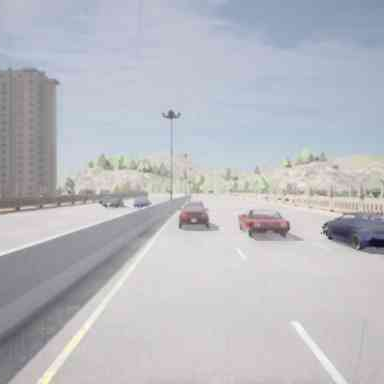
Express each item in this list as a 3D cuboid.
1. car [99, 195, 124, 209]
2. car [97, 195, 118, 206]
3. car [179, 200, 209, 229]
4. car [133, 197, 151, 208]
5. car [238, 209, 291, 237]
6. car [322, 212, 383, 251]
[{"bbox_3d":[-10.105,1.345,43.156,2.128,1.511,4.902,0,0,2],"label":"car"},{"bbox_3d":[-13.307,1.325,52.683,1.837,1.490,4.892,0,0,2],"label":"car"},{"bbox_3d":[0.134,1.453,21.173,1.812,1.442,4.674,0,0,0],"label":"car"},{"bbox_3d":[-6.574,1.375,44.193,1.812,1.442,4.674,0,0,2],"label":"car"},{"bbox_3d":[3.603,1.541,17.519,1.895,1.301,4.718,0,0,0],"label":"car"},{"bbox_3d":[7.101,1.516,13.930,1.994,1.385,4.181,0,0,0],"label":"car"}]
